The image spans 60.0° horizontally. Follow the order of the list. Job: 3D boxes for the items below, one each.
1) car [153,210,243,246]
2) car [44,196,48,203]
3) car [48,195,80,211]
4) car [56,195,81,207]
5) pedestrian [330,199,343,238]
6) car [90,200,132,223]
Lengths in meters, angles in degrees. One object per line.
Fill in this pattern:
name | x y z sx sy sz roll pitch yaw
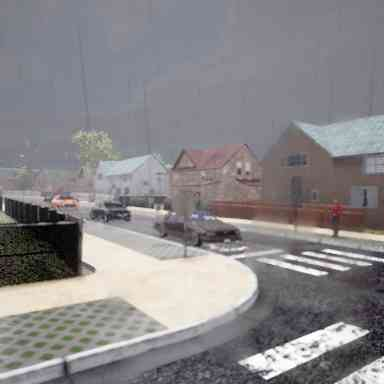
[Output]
car | 0.007 1.543 15.604 2.033 1.411 5.357 1 0 -32
car | -23.109 1.161 54.932 1.895 1.301 4.718 1 0 -34
car | -13.648 1.100 35.814 2.097 1.767 4.553 1 0 -34
car | -17.209 1.219 46.255 2.033 1.411 5.357 1 0 -34
pedestrian | 6.897 1.239 15.977 0.375 1.860 0.375 1 -1 -34
car | -6.058 1.393 24.609 1.837 1.490 4.892 1 0 -34
